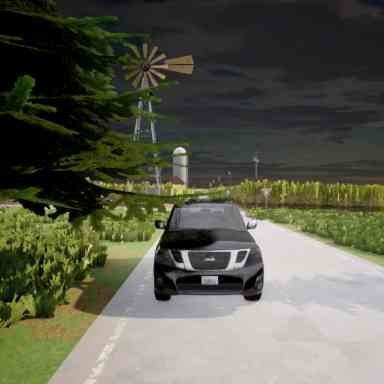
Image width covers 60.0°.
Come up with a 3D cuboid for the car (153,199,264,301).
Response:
[{"bbox_3d":[0.334,1.221,8.691,2.150,2.045,5.566,0,0,0],"label":"car"}]
